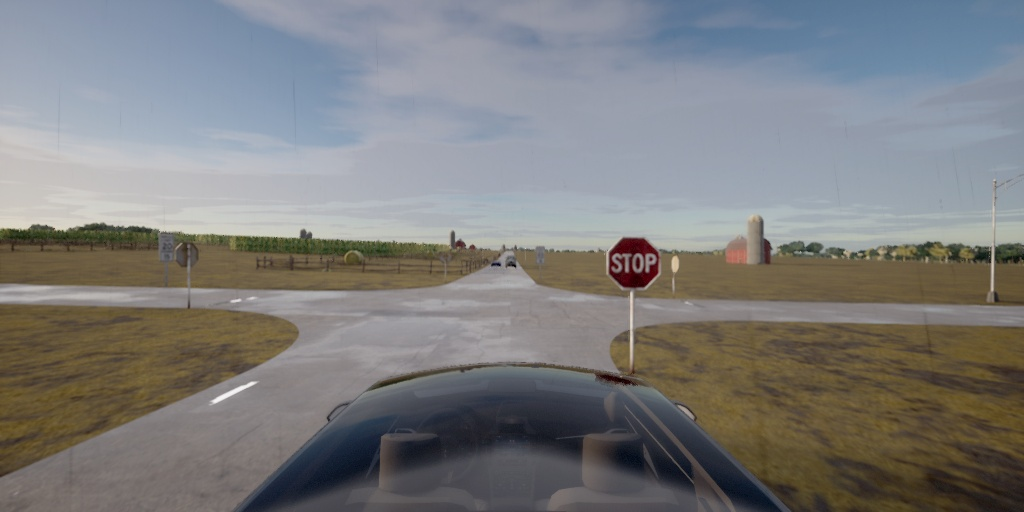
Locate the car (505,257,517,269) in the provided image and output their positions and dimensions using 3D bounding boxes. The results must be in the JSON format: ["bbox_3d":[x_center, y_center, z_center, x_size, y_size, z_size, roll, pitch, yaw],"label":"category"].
[{"bbox_3d":[-0.163,1.352,60.796,1.837,1.490,4.892,0,0,0],"label":"car"}]
